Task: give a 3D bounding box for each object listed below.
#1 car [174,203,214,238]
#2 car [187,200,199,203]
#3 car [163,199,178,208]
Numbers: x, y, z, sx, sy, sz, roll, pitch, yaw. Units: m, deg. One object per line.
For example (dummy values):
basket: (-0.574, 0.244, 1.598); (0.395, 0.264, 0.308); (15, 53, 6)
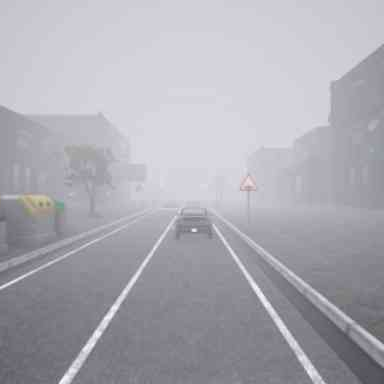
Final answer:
car: (0.105, 1.537, 17.937); (1.837, 1.490, 4.892); (0, 0, 0)
car: (0.108, 1.619, 36.178); (2.033, 1.411, 5.357); (0, 0, 0)
car: (-3.063, 1.639, 47.688); (1.994, 1.385, 4.181); (0, 0, 0)
